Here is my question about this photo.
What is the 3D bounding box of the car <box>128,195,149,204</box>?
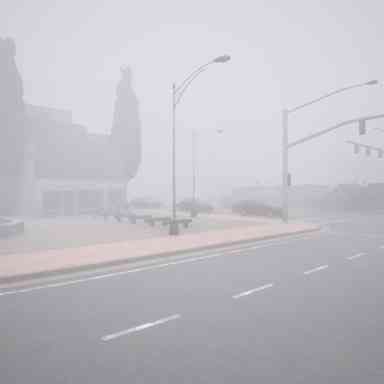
[{"bbox_3d":[-10.730,1.475,66.916,1.882,1.535,5.008,0,0,-40],"label":"car"}]

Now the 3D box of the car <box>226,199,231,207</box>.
[{"bbox_3d":[6.174,1.562,35.853,1.994,1.385,4.181,0,0,-40],"label":"car"}]

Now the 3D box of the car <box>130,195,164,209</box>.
[{"bbox_3d":[-6.610,1.546,45.527,2.033,1.411,5.357,0,0,-41],"label":"car"}]

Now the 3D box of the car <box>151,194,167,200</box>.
[{"bbox_3d":[-6.235,1.476,50.523,1.882,1.535,5.008,0,0,-40],"label":"car"}]

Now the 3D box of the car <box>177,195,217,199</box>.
[{"bbox_3d":[0.442,1.489,42.622,2.128,1.511,4.902,0,0,-40],"label":"car"}]

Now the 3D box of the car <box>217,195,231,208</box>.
[{"bbox_3d":[6.110,1.561,47.063,1.994,1.385,4.181,0,0,-40],"label":"car"}]

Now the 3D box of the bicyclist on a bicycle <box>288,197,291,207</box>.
[{"bbox_3d":[12.886,1.259,44.843,1.656,1.620,0.582,-7,4,-40],"label":"bicyclist on a bicycle"}]

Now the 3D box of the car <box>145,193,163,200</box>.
[{"bbox_3d":[-10.040,1.150,88.044,4.605,1.855,1.932,0,0,-42],"label":"car"}]

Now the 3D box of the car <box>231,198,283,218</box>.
[{"bbox_3d":[6.320,1.476,30.266,1.882,1.535,5.008,0,0,-40],"label":"car"}]

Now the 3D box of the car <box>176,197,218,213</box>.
[{"bbox_3d":[0.283,1.599,37.393,1.895,1.301,4.718,0,0,-40],"label":"car"}]

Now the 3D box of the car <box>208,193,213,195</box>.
[{"bbox_3d":[4.940,1.153,71.231,3.866,1.878,1.905,0,0,-42],"label":"car"}]

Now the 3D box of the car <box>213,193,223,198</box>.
[{"bbox_3d":[6.859,1.392,69.063,3.806,1.475,1.970,0,0,-42],"label":"car"}]
